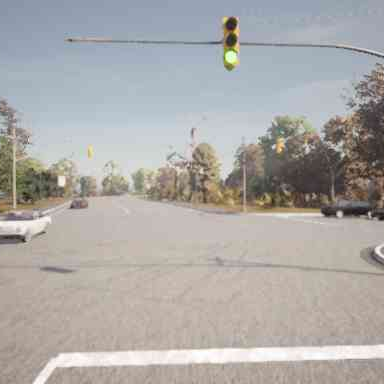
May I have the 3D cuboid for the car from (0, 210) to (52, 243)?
[{"bbox_3d":[-8.300,1.569,15.988,1.895,1.301,4.718,0,0,-9],"label":"car"}]

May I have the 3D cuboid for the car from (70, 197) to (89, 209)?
[{"bbox_3d":[-13.908,1.362,41.299,1.994,1.385,4.181,0,0,-15],"label":"car"}]

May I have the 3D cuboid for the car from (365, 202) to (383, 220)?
[{"bbox_3d":[16.593,1.562,25.622,5.357,1.411,2.033,1,0,-13],"label":"car"}]

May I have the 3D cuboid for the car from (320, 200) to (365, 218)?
[{"bbox_3d":[13.498,1.419,28.512,5.008,1.535,1.882,1,0,-13],"label":"car"}]
